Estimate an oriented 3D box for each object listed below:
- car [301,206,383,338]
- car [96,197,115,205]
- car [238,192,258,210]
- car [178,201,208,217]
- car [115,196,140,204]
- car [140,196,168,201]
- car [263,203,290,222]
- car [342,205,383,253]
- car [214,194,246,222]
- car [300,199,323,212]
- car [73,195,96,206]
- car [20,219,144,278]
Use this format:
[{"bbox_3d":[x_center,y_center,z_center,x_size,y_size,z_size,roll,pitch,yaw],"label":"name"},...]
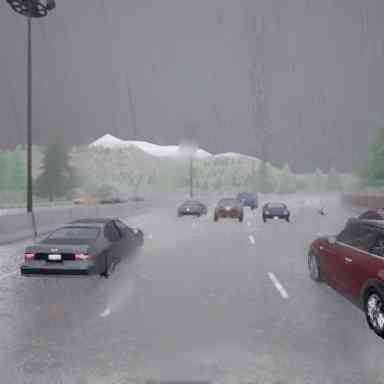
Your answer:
[{"bbox_3d":[3.933,1.326,6.663,2.097,1.767,4.553,0,0,3],"label":"car"},{"bbox_3d":[-12.123,1.411,50.999,1.895,1.301,4.718,0,0,20],"label":"car"},{"bbox_3d":[6.715,1.069,40.545,2.150,2.045,5.566,0,0,18],"label":"car"},{"bbox_3d":[0.138,1.453,29.565,1.994,1.385,4.181,0,0,13],"label":"car"},{"bbox_3d":[-8.940,1.323,49.494,1.837,1.490,4.892,0,0,19],"label":"car"},{"bbox_3d":[-5.207,1.363,49.563,2.033,1.411,5.357,0,0,20],"label":"car"},{"bbox_3d":[6.427,1.504,25.744,1.895,1.301,4.718,0,0,11],"label":"car"},{"bbox_3d":[8.061,1.425,13.792,1.882,1.535,5.008,0,0,6],"label":"car"},{"bbox_3d":[2.923,1.255,25.817,2.097,1.767,4.553,0,0,9],"label":"car"},{"bbox_3d":[11.622,1.403,32.391,1.812,1.442,4.674,0,0,15],"label":"car"},{"bbox_3d":[-15.955,1.289,50.581,1.882,1.535,5.008,0,0,19],"label":"car"},{"bbox_3d":[-2.890,1.509,10.029,2.033,1.411,5.357,0,0,5],"label":"car"}]
